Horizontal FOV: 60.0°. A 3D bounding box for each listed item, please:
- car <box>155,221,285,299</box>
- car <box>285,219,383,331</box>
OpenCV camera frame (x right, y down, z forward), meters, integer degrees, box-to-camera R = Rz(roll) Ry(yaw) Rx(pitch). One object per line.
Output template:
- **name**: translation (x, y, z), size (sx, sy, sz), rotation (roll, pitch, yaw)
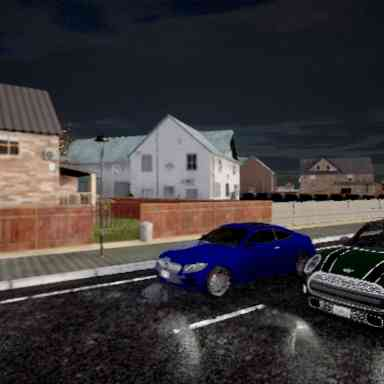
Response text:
- **car**: translation (1.312, 1.524, 8.591), size (4.674, 1.442, 1.812), rotation (0, 0, -36)
- **car**: translation (4.264, 1.350, 6.721), size (4.553, 1.767, 2.097), rotation (0, 0, -35)
